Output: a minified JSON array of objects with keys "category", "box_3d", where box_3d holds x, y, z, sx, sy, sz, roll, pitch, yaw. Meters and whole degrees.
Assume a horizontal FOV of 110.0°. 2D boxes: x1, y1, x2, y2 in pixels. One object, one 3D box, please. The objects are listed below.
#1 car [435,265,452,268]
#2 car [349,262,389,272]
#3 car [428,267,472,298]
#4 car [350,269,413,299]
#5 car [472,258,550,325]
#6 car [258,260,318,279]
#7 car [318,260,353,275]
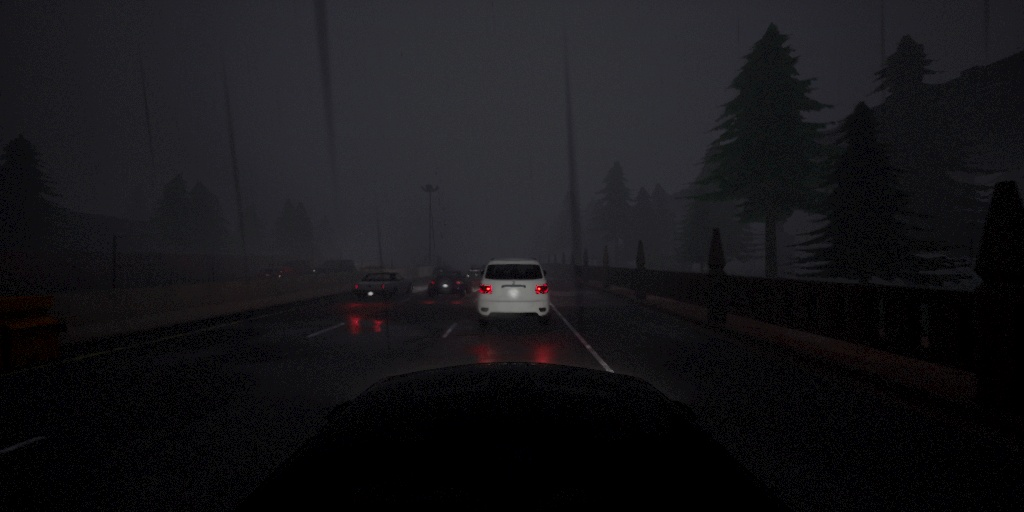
[{"category":"car","box_3d":[-6.945,1.680,36.953,1.837,1.490,4.892,0,-1,0]},{"category":"car","box_3d":[-14.158,1.644,36.183,1.882,1.535,5.008,0,-1,0]},{"category":"car","box_3d":[-3.428,1.538,20.442,1.994,1.385,4.181,0,-1,0]},{"category":"car","box_3d":[-6.925,1.569,19.774,1.895,1.301,4.718,0,-1,0]},{"category":"car","box_3d":[0.061,1.104,12.548,2.150,2.045,5.566,0,0,0]},{"category":"car","box_3d":[-21.140,1.360,33.730,2.150,2.045,5.566,0,-1,0]},{"category":"car","box_3d":[-17.646,1.384,35.880,2.150,2.045,5.566,0,-1,0]}]
